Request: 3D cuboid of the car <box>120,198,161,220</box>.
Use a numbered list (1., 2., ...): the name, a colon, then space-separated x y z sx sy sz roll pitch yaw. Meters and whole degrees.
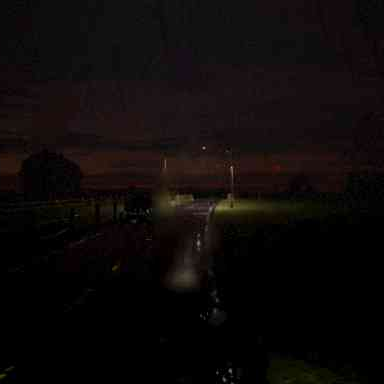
1. car: -3.163 1.079 21.244 2.097 1.767 4.553 0 0 3
